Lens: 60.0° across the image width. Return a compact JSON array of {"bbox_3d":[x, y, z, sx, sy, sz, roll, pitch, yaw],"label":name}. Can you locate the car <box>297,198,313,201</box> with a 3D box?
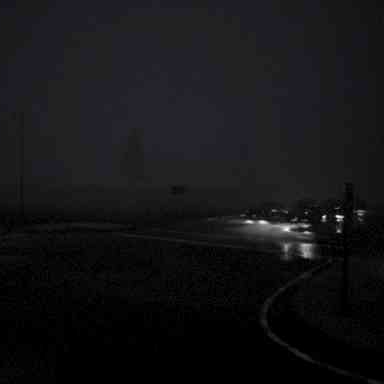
[{"bbox_3d":[12.627,1.471,37.196,2.128,1.511,4.902,0,0,36],"label":"car"}]

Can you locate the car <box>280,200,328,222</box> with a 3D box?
[{"bbox_3d":[8.936,1.586,26.206,1.895,1.301,4.718,0,0,36],"label":"car"}]

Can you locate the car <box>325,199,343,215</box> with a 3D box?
[{"bbox_3d":[14.841,1.490,34.301,1.837,1.490,4.892,0,0,36],"label":"car"}]

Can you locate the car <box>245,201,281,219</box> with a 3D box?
[{"bbox_3d":[6.599,1.526,28.937,2.033,1.411,5.357,0,0,36],"label":"car"}]

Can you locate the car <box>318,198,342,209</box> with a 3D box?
[{"bbox_3d":[19.221,1.580,46.230,1.895,1.301,4.718,0,0,36],"label":"car"}]

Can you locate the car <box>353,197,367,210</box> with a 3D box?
[{"bbox_3d":[21.363,1.490,43.229,1.837,1.490,4.892,0,0,36],"label":"car"}]
